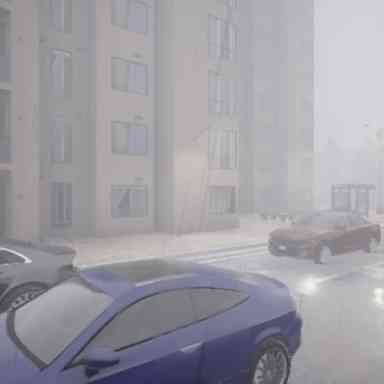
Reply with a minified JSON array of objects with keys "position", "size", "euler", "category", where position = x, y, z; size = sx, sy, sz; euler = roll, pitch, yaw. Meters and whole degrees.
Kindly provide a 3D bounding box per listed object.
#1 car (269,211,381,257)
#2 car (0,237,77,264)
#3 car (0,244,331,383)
[{"position":[4.842,1.477,11.934],"size":[5.008,1.535,1.882],"euler":[0,0,-36],"category":"car"},{"position":[-4.257,1.492,5.207],"size":[4.902,1.511,2.128],"euler":[0,0,-37],"category":"car"},{"position":[-0.741,1.526,3.440],"size":[4.674,1.442,1.812],"euler":[0,0,-36],"category":"car"}]
